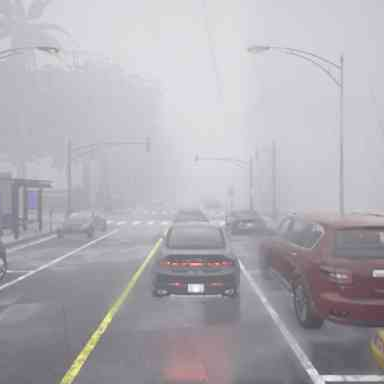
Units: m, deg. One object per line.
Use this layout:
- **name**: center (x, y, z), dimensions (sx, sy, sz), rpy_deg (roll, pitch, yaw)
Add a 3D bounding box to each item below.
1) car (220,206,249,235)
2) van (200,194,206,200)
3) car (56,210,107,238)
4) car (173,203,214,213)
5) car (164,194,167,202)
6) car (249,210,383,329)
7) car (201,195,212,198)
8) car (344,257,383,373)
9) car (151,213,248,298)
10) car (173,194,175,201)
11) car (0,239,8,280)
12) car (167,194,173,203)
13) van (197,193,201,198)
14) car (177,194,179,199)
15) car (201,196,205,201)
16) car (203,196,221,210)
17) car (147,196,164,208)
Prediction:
- **car**: center (2.782, 1.596, 17.757), dimensions (1.947, 1.339, 4.313), rpy_deg (0, 0, 0)
- **van**: center (2.834, 1.424, 60.455), dimensions (1.690, 1.788, 3.998), rpy_deg (0, 0, 0)
- **car**: center (-5.744, 1.612, 17.785), dimensions (1.802, 1.307, 4.206), rpy_deg (0, 0, 0)
- **car**: center (-0.163, 1.597, 19.804), dimensions (1.994, 1.385, 4.181), rpy_deg (0, 0, -5)
- **car**: center (-5.698, 1.518, 55.064), dimensions (1.967, 1.590, 4.097), rpy_deg (0, 0, 0)
- **car**: center (2.767, 1.327, 6.907), dimensions (2.192, 1.841, 5.009), rpy_deg (0, 0, 0)
- **car**: center (2.828, 1.603, 55.204), dimensions (1.752, 1.417, 4.829), rpy_deg (0, 0, 0)
- **car**: center (2.762, 1.529, 1.651), dimensions (1.752, 1.417, 4.829), rpy_deg (0, 0, 0)
- **car**: center (0.086, 1.520, 8.545), dimensions (1.837, 1.490, 4.892), rpy_deg (0, 0, 0)
- **car**: center (-5.671, 1.409, 76.746), dimensions (2.192, 1.841, 5.009), rpy_deg (0, 0, 0)
- **car**: center (-5.757, 1.453, 6.933), dimensions (1.967, 1.590, 4.097), rpy_deg (0, 0, 0)
- **car**: center (-5.677, 1.531, 71.326), dimensions (1.967, 1.590, 4.097), rpy_deg (0, 0, 0)
- **van**: center (2.861, 1.437, 82.136), dimensions (1.690, 1.788, 3.998), rpy_deg (0, 0, 0)
- **car**: center (-5.651, 1.415, 93.007), dimensions (2.192, 1.841, 5.009), rpy_deg (0, 0, 0)
- **car**: center (2.821, 1.638, 49.614), dimensions (1.947, 1.339, 4.313), rpy_deg (0, 0, 0)
- **car**: center (2.815, 1.631, 44.194), dimensions (1.947, 1.339, 4.313), rpy_deg (0, 0, 0)
- **car**: center (-5.704, 1.623, 49.644), dimensions (2.008, 1.369, 4.403), rpy_deg (0, 0, 0)
